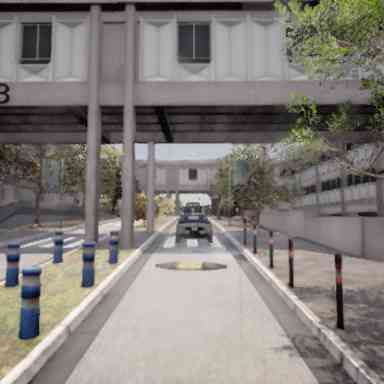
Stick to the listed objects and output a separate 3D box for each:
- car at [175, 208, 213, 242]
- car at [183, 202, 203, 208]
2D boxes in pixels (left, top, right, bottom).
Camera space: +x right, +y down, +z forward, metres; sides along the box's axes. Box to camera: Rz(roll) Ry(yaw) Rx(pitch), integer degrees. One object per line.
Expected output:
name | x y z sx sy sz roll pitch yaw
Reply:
car | 0.099 1.784 17.559 2.033 1.411 5.357 0 -1 0
car | 0.104 2.297 40.560 2.150 2.045 5.566 0 -3 0
